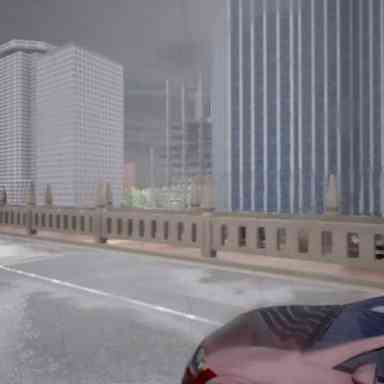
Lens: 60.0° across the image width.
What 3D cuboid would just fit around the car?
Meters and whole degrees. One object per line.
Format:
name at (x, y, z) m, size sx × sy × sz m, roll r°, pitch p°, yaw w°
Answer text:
car at (1.944, 1.563, 2.606) m, size 4.181 × 1.385 × 1.994 m, roll 0°, pitch 0°, yaw 35°
